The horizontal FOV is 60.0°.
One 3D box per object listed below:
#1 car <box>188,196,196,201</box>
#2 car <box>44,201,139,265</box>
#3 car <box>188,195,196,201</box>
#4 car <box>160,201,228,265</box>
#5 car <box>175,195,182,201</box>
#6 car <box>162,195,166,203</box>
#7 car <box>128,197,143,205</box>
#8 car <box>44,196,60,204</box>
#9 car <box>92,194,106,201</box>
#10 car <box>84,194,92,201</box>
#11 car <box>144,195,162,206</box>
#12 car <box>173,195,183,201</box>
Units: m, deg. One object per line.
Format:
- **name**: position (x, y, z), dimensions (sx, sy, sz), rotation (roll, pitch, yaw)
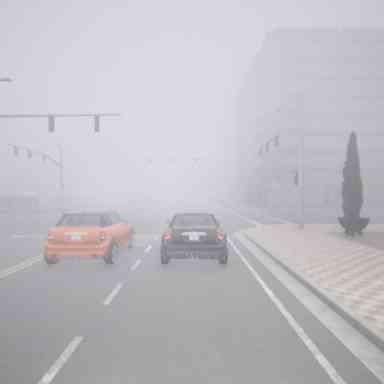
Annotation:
- **car**: position (0.000, 1.786, 78.888), dimensions (1.895, 1.301, 4.718), rotation (0, 0, 0)
- **car**: position (-3.425, 1.382, 11.976), dimensions (2.097, 1.767, 4.553), rotation (0, 0, 0)
- **car**: position (0.000, 1.625, 87.572), dimensions (1.994, 1.385, 4.181), rotation (0, 0, 0)
- **car**: position (0.075, 1.382, 11.988), dimensions (2.097, 1.767, 4.553), rotation (0, 0, 0)
- **car**: position (-3.500, 1.597, 87.572), dimensions (1.812, 1.442, 4.674), rotation (0, 0, 0)
- **car**: position (-7.000, 1.541, 75.723), dimensions (2.097, 1.767, 4.553), rotation (0, 0, 0)
- **car**: position (-10.537, 1.673, 60.077), dimensions (1.812, 1.442, 4.674), rotation (0, 0, 1)
- **car**: position (-30.210, 1.571, 71.556), dimensions (1.970, 1.475, 3.806), rotation (0, 0, 0)
- **car**: position (-24.549, 1.372, 88.949), dimensions (1.932, 1.855, 4.605), rotation (0, 0, 0)
- **car**: position (-27.443, 1.375, 89.014), dimensions (1.905, 1.878, 3.866), rotation (0, 0, 0)
- **car**: position (-7.039, 1.674, 60.148), dimensions (1.812, 1.442, 4.674), rotation (0, 0, 1)
- **car**: position (-3.500, 1.743, 78.859), dimensions (1.994, 1.385, 4.181), rotation (0, 0, 0)
